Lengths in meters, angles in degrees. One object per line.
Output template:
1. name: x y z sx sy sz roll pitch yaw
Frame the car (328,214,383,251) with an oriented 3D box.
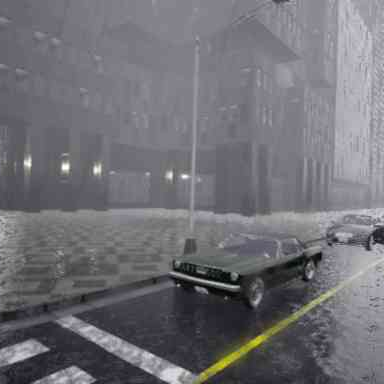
1. car: 8.075 1.843 16.159 2.128 1.511 4.902 1 -1 40

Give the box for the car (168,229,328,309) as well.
1. car: 1.596 1.703 8.354 1.895 1.301 4.718 1 -1 40
